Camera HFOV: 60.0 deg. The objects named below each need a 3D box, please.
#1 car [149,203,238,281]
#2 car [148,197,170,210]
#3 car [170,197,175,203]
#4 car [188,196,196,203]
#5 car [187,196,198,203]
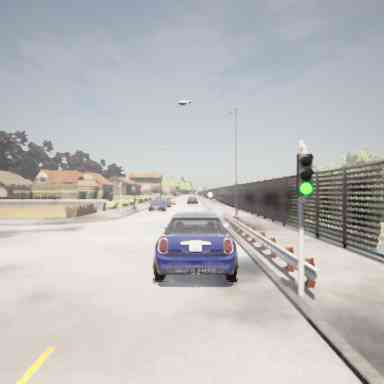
[{"bbox_3d":[0.092,1.368,10.095,2.097,1.767,4.553,0,0,0],"label":"car"},{"bbox_3d":[-4.089,1.593,40.155,1.812,1.442,4.674,0,0,0],"label":"car"},{"bbox_3d":[-4.072,1.630,49.923,2.033,1.411,5.357,0,0,0],"label":"car"},{"bbox_3d":[-0.008,1.651,76.326,1.812,1.442,4.674,0,0,0],"label":"car"},{"bbox_3d":[0.097,1.670,63.777,1.994,1.385,4.181,0,0,0],"label":"car"}]
